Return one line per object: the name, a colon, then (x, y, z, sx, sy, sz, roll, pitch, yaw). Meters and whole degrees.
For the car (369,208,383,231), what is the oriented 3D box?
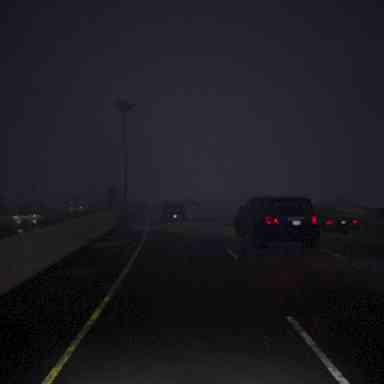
car: (10.157, 1.471, 17.408, 1.895, 1.301, 4.718, -1, 0, -5)

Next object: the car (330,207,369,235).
car: (6.731, 1.464, 17.966, 2.033, 1.411, 5.357, -1, 0, -7)

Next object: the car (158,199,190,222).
car: (-1.648, 1.540, 27.135, 1.837, 1.490, 4.892, 0, 0, -9)

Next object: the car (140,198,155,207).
car: (-7.035, 1.645, 52.277, 1.812, 1.442, 4.674, 0, 0, -17)

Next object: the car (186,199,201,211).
car: (-0.259, 1.547, 39.467, 1.812, 1.442, 4.674, 0, 0, -13)

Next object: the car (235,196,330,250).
car: (3.409, 1.182, 14.336, 2.150, 2.045, 5.566, 0, 0, -5)
